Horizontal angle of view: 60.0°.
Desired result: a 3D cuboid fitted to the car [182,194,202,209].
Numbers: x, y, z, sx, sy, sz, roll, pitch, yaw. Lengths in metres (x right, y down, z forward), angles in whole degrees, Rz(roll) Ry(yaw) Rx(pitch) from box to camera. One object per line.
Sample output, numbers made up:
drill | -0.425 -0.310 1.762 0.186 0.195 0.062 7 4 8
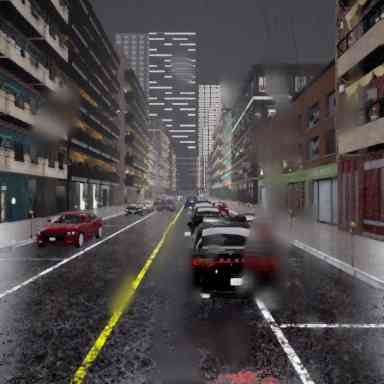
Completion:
car | 0.024 1.382 46.106 2.097 1.767 4.553 0 0 0

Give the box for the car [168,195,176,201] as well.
car | -5.288 1.652 88.866 1.887 1.381 4.507 0 0 0

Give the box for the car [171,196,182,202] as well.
car | -2.733 1.562 72.091 2.128 1.511 4.902 0 0 0

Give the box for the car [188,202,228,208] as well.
car | 0.829 1.512 18.521 1.837 1.490 4.892 0 0 0

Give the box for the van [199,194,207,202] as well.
van | 2.591 1.423 77.494 1.690 1.788 3.998 0 0 0

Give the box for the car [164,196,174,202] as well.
car | -5.291 1.627 77.486 1.887 1.381 4.507 0 0 0

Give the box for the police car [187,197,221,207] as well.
police car | 0.831 1.436 24.630 1.930 1.638 5.238 0 0 0

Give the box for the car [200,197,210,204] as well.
car | 2.586 1.641 66.114 1.802 1.307 4.206 0 0 0

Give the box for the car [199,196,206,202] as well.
car | 2.591 1.620 83.353 1.752 1.417 4.829 0 0 0

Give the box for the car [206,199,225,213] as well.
car | 2.581 1.567 37.667 1.887 1.381 4.507 1 0 0

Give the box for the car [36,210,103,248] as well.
car | -5.304 1.550 14.897 1.887 1.381 4.507 1 0 0

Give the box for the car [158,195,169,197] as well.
car | -5.296 1.586 54.727 1.887 1.381 4.507 1 0 0

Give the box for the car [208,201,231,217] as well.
car | 2.579 1.599 31.977 1.802 1.307 4.206 1 0 0

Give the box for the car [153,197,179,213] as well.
car | -2.843 1.569 37.615 2.033 1.411 5.357 0 0 0

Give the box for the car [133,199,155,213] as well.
car | -5.299 1.547 37.488 1.752 1.417 4.829 1 0 0

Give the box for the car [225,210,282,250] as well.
car | 2.575 1.587 14.907 1.802 1.307 4.206 1 0 0

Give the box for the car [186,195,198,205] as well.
car | 0.014 1.400 59.545 2.097 1.767 4.553 0 0 0

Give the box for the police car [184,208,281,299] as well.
police car | 0.827 1.427 8.629 1.930 1.638 5.238 0 0 0

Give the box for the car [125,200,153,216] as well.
car | -5.301 1.568 31.967 2.008 1.369 4.403 1 0 0
